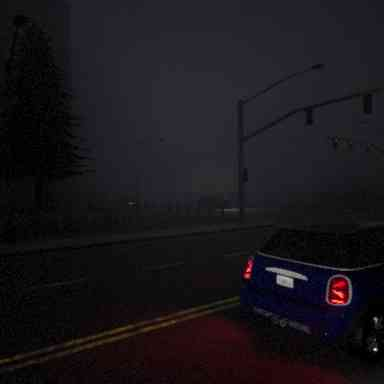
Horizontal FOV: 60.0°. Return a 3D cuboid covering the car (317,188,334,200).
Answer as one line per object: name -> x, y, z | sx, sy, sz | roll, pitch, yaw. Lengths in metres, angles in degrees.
car -> 30.986, 0.154, 73.810 | 1.932, 1.855, 4.605 | -1, 1, -36

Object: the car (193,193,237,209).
car -> 2.589, 1.147, 38.431 | 1.837, 1.490, 4.892 | -1, 1, -36

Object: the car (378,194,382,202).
car -> 25.204, 0.446, 48.139 | 1.905, 1.878, 3.866 | -1, 1, -36

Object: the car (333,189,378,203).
car -> 22.815, 0.485, 46.505 | 1.932, 1.855, 4.605 | -1, 1, -36

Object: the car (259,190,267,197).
car -> 15.575, 0.485, 81.264 | 1.784, 1.438, 3.905 | -1, 1, -36

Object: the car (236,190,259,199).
car -> 13.217, 0.559, 79.586 | 1.970, 1.475, 3.806 | -1, 1, -36

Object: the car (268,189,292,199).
car -> 17.279, 0.645, 63.939 | 1.970, 1.475, 3.806 | -1, 1, -36

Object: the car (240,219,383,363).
car -> 3.069, 1.266, 5.987 | 4.553, 1.767, 2.097 | -1, 1, -35

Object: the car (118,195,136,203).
car -> -11.331, 1.207, 57.941 | 1.994, 1.385, 4.181 | -1, 0, -35

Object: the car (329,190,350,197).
car -> 33.385, 0.322, 75.440 | 1.784, 1.438, 3.905 | -1, 1, -36
